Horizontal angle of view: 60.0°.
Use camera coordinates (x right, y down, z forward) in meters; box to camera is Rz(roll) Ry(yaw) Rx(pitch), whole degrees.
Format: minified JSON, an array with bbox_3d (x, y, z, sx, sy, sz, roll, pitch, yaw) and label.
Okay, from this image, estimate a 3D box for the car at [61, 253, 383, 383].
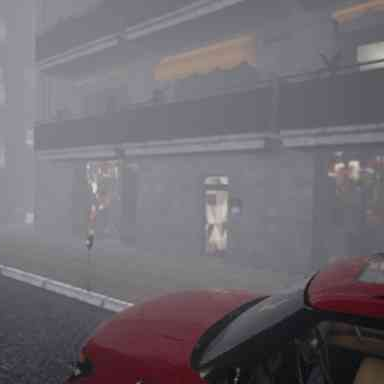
[{"bbox_3d":[1.380,1.318,1.872,5.009,1.841,2.192,1,1,36],"label":"car"}]
